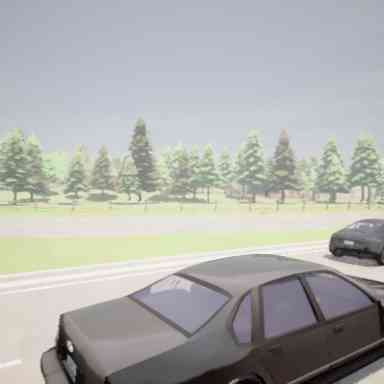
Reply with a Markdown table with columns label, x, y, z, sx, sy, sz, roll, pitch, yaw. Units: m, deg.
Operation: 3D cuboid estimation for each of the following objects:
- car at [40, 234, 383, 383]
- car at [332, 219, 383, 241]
| label | x | y | z | sx | sy | sz | roll | pitch | yaw |
| --- | --- | --- | --- | --- | --- | --- | --- | --- | --- |
| car | 1.026 | 1.572 | 4.313 | 5.357 | 1.411 | 2.033 | 1 | 0 | -34 |
| car | 6.905 | 1.667 | 12.033 | 4.181 | 1.385 | 1.994 | 1 | 0 | -31 |
